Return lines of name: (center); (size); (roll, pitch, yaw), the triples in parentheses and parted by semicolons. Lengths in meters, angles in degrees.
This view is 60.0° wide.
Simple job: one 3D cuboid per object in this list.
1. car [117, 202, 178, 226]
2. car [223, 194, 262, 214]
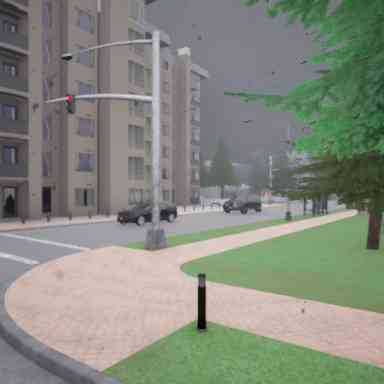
car: (-3.086, 1.470, 23.690); (1.882, 1.535, 5.008); (0, 0, 37)
car: (5.443, 1.217, 35.144); (2.150, 2.045, 5.566); (0, 0, 37)
